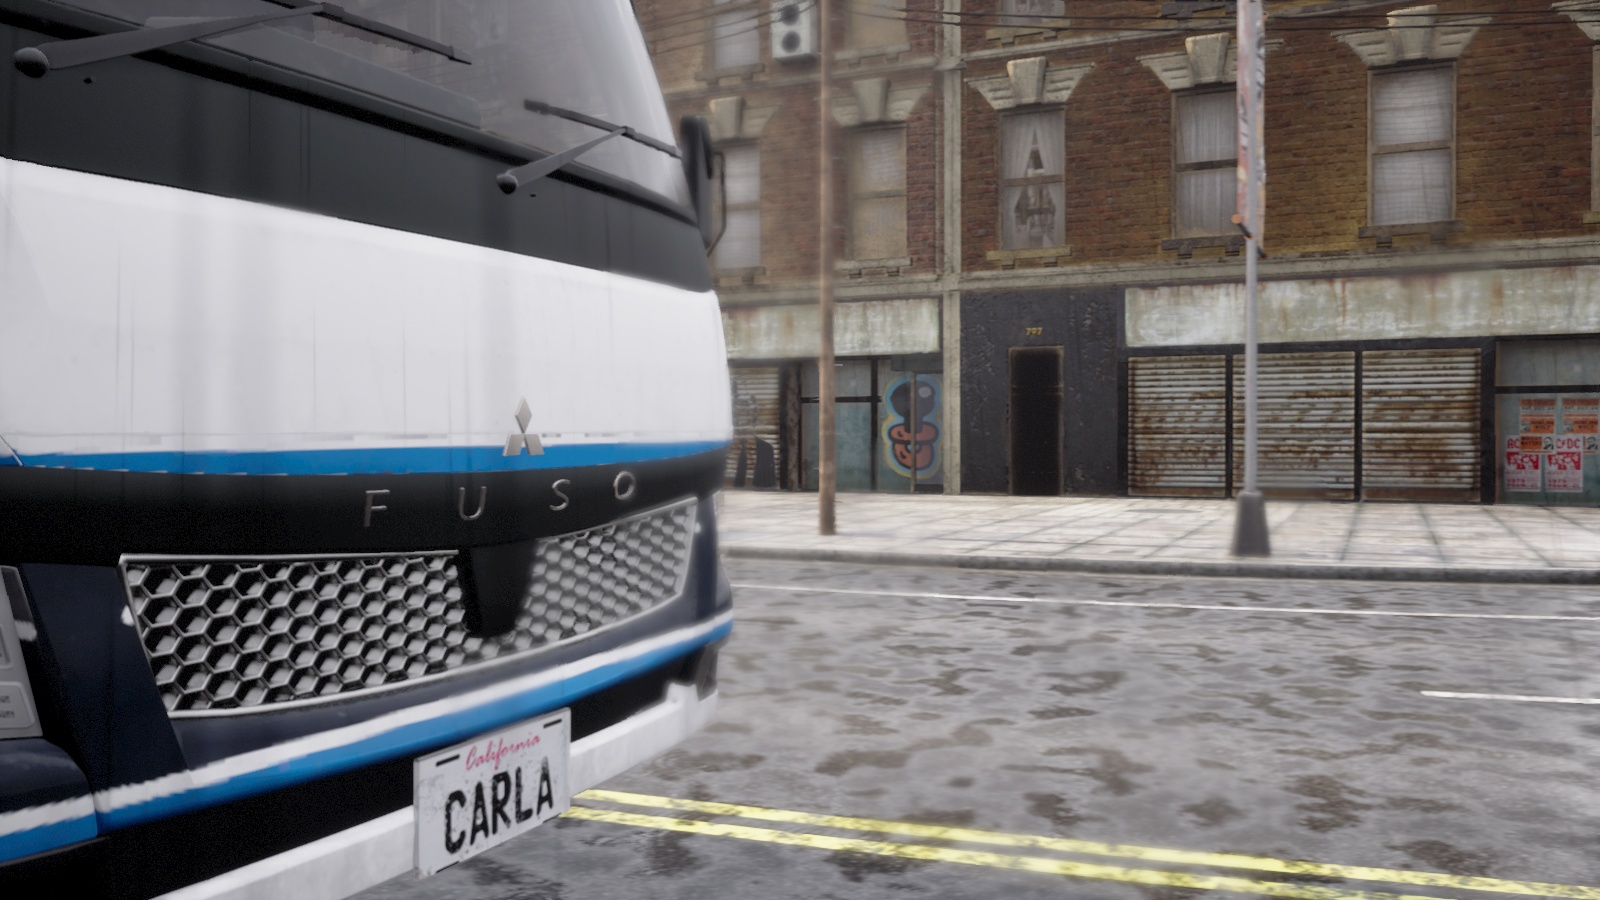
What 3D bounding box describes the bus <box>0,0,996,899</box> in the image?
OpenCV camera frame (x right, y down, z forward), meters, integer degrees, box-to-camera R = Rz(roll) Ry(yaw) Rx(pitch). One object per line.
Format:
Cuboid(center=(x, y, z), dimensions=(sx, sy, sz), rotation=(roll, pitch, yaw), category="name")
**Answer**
Cuboid(center=(-4.763, -0.646, 5.091), dimensions=(10.273, 4.253, 3.944), rotation=(1, 1, 25), category="bus")
